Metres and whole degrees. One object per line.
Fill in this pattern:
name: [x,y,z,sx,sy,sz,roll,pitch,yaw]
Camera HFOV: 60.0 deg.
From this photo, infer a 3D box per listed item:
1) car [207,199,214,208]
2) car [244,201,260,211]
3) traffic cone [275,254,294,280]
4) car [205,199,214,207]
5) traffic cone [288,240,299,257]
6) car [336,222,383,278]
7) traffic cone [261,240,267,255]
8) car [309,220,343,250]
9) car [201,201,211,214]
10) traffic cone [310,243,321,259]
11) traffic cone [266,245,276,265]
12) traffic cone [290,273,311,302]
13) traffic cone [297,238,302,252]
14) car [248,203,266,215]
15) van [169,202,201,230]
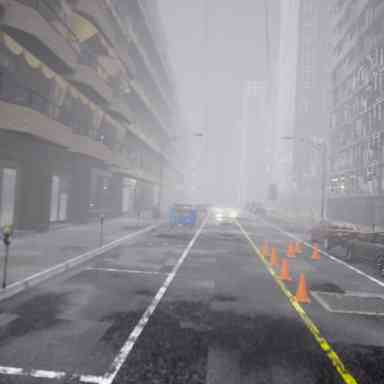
car: [3.533,2.722,72.734,1.887,1.381,4.507,4,-1,5]
car: [10.522,2.587,55.530,2.192,1.841,5.009,4,-1,5]
traffic cone: [2.703,2.210,9.666,0.340,0.580,0.340,3,-1,5]
car: [4.458,2.713,83.744,2.192,1.841,5.009,4,-1,5]
traffic cone: [4.029,2.326,13.568,0.340,0.580,0.340,3,-1,5]
car: [6.860,2.052,11.501,1.947,1.339,4.313,4,-1,5]
traffic cone: [3.034,2.277,13.651,0.340,0.580,0.340,3,-1,5]
car: [7.318,2.123,17.005,1.887,1.381,4.507,4,-1,5]
car: [1.253,2.237,45.219,1.802,1.307,4.206,4,-1,5]
traffic cone: [5.024,2.375,13.485,0.340,0.580,0.340,3,-1,5]
traffic cone: [2.868,2.243,11.658,0.340,0.580,0.340,3,-1,5]
traffic cone: [2.538,2.178,7.672,0.340,0.580,0.340,3,-1,5]
traffic cone: [4.748,2.379,14.915,0.340,0.580,0.340,3,-1,22]
car: [10.051,2.734,50.023,1.947,1.339,4.313,4,-1,5]
van: [-0.554,1.604,23.210,1.690,1.788,3.998,4,-1,5]
